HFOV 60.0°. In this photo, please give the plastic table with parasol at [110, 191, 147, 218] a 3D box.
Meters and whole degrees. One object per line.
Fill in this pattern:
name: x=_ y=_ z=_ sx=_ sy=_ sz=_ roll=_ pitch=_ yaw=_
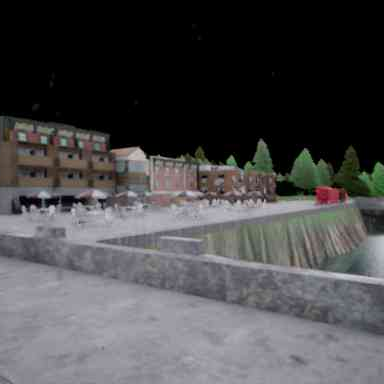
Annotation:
plastic table with parasol: x=-6.125 y=1.124 z=32.060 sx=2.482 sy=2.480 sz=2.482 roll=-1 pitch=0 yaw=35
